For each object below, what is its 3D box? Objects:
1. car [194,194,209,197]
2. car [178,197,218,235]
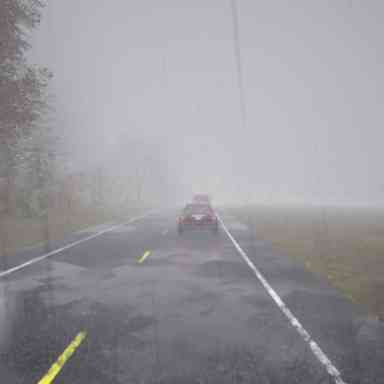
[{"bbox_3d":[1.157,1.255,39.764,2.150,2.045,5.566,0,0,3],"label":"car"},{"bbox_3d":[0.372,1.361,19.086,2.097,1.767,4.553,0,0,1],"label":"car"}]
